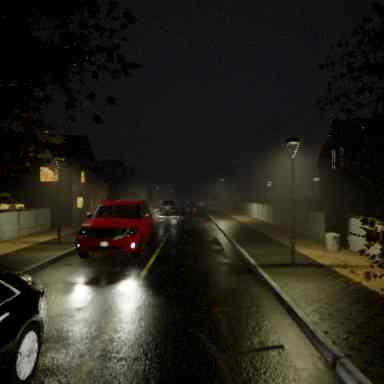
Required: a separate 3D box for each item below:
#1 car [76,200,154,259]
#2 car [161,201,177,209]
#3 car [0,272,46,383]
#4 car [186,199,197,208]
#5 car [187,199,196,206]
[{"bbox_3d":[-2.859,1.370,13.627,2.150,2.045,5.566,0,-1,0],"label":"car"},{"bbox_3d":[-2.811,1.688,40.790,1.812,1.442,4.674,0,-1,0],"label":"car"},{"bbox_3d":[-2.850,1.536,2.584,1.837,1.490,4.892,0,-1,0],"label":"car"},{"bbox_3d":[-0.094,2.152,60.556,2.128,1.511,4.902,0,-1,0],"label":"car"},{"bbox_3d":[-0.109,2.194,70.950,2.033,1.411,5.357,0,-1,0],"label":"car"}]
